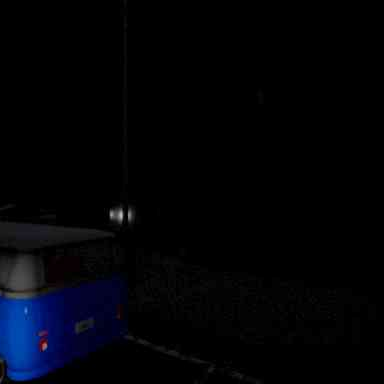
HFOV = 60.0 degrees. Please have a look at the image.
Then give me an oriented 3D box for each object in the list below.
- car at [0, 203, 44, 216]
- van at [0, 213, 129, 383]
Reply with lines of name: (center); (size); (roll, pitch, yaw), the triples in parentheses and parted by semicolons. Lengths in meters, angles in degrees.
car: (-14.991, 1.705, 28.223); (1.812, 1.442, 4.674); (0, 0, 33)
van: (-2.792, 1.374, 5.072); (3.998, 1.788, 1.690); (0, 0, 36)
